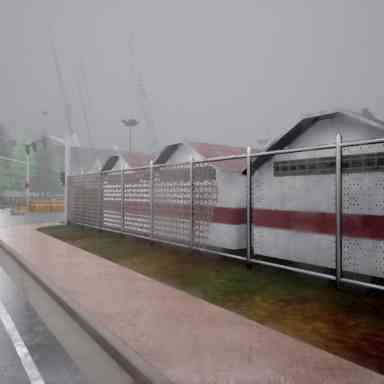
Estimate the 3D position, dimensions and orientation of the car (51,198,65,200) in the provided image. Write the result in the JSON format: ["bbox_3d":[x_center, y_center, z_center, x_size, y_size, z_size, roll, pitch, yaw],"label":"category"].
[{"bbox_3d":[-17.132,1.505,42.327,4.892,1.490,1.837,0,0,-38],"label":"car"}]
